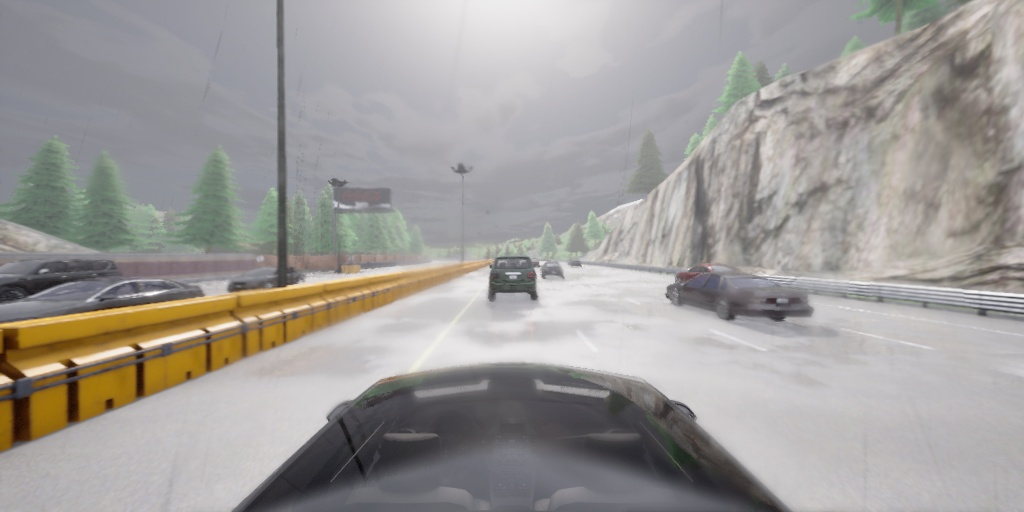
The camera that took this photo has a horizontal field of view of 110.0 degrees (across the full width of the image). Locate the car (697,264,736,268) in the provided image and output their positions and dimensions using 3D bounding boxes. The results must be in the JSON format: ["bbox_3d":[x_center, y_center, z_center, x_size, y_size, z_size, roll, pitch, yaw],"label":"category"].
[{"bbox_3d":[10.558,1.151,19.096,1.882,1.535,5.008,0,0,0],"label":"car"}]

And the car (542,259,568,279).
[{"bbox_3d":[3.608,1.255,32.658,1.812,1.442,4.674,0,0,0],"label":"car"}]

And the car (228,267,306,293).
[{"bbox_3d":[-14.124,1.370,20.998,1.837,1.490,4.892,0,-1,0],"label":"car"}]

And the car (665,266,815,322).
[{"bbox_3d":[7.171,1.245,12.090,2.033,1.411,5.357,0,0,-2],"label":"car"}]

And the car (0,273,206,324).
[{"bbox_3d":[-10.608,1.324,9.323,2.128,1.511,4.902,0,0,0],"label":"car"}]

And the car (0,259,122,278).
[{"bbox_3d":[-21.130,1.138,16.169,2.150,2.045,5.566,0,0,0],"label":"car"}]

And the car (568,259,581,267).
[{"bbox_3d":[10.874,1.186,62.662,1.837,1.490,4.892,0,0,1],"label":"car"}]

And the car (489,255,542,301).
[{"bbox_3d":[0.046,0.975,17.684,2.150,2.045,5.566,0,0,0],"label":"car"}]
